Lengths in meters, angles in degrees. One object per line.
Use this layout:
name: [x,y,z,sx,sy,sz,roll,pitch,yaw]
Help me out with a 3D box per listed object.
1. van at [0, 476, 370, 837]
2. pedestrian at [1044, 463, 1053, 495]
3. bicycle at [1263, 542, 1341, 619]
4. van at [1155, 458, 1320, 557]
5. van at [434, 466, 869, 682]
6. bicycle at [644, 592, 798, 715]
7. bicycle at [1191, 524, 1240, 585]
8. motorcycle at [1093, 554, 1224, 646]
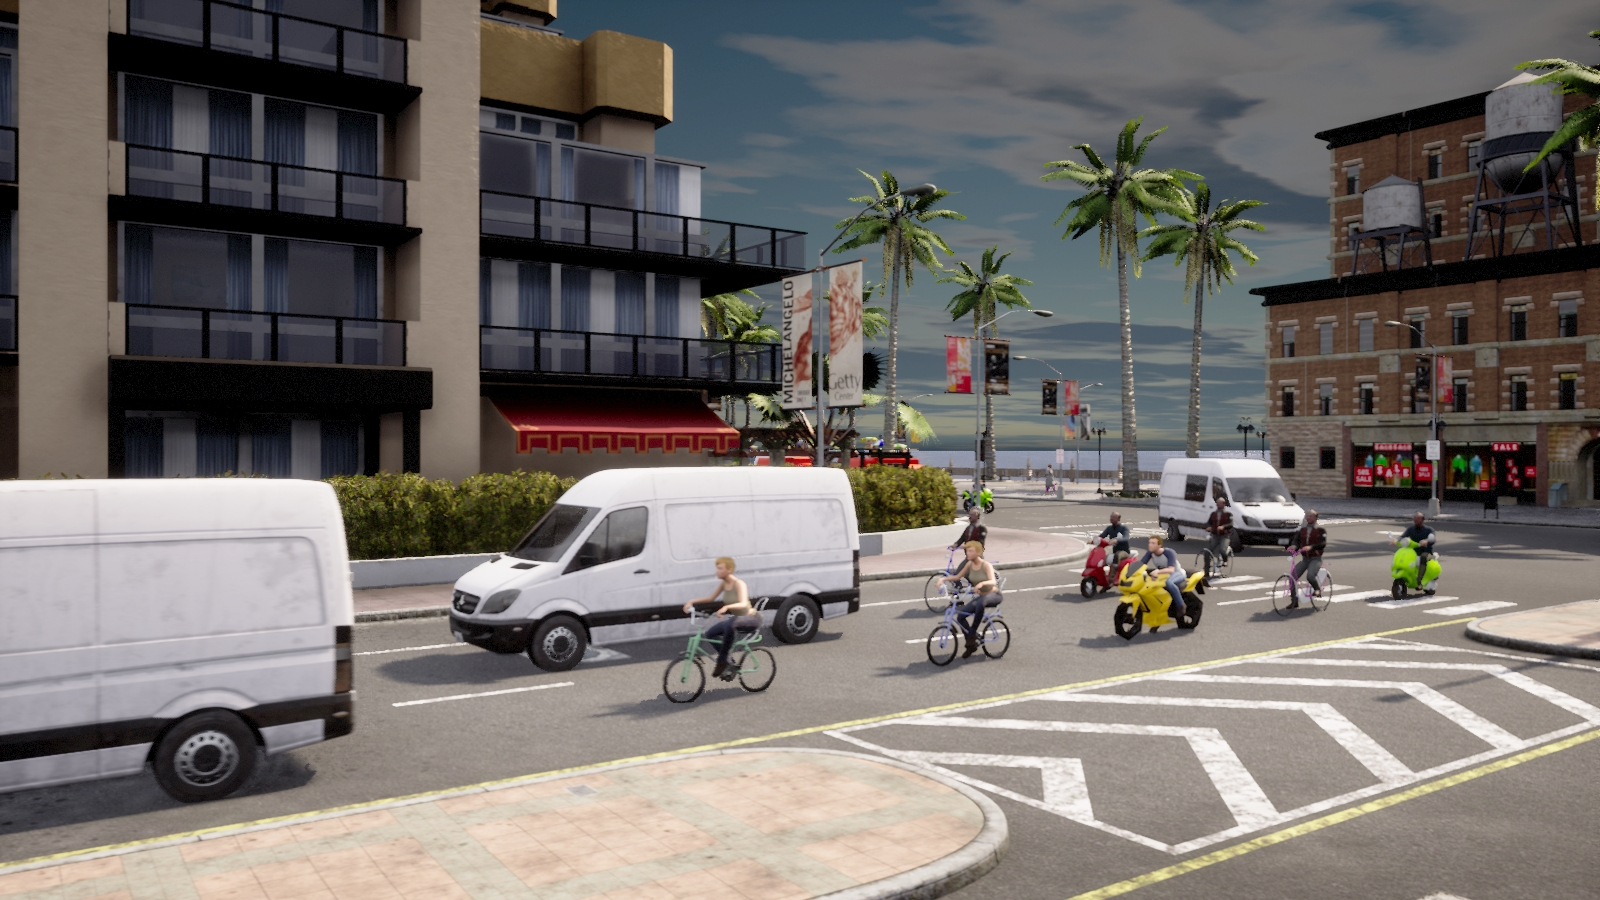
van: [-6.686,1.535,8.920,5.915,2.561,1.988,0,0,-34]
pedestrian: [14.573,1.722,66.994,0.375,1.860,0.375,0,0,-43]
bicycle: [8.614,2.220,19.571,1.835,1.171,0.329,0,0,-36]
van: [12.522,1.549,33.219,1.988,2.561,5.915,0,0,-6]
van: [-1.967,1.539,16.353,5.915,2.561,1.988,0,0,-34]
bicycle: [-0.883,2.261,12.916,1.487,1.080,0.859,-2,1,-35]
bicycle: [8.916,2.221,24.501,0.329,1.171,1.835,0,0,42]
motorcycle: [5.425,2.221,17.221,2.033,1.145,0.803,0,0,-35]
